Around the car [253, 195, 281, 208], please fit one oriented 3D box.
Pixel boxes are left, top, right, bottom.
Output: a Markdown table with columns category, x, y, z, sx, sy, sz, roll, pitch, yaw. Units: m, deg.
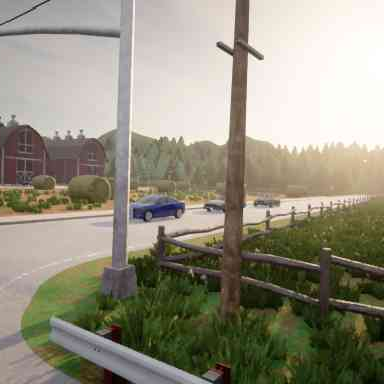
| category | x | y | z | sx | sy | sz | roll | pitch | yaw |
| --- | --- | --- | --- | --- | --- | --- | --- | --- | --- |
| car | 8.585 | 0.997 | 37.813 | 1.994 | 1.385 | 4.181 | 3 | 2 | 33 |

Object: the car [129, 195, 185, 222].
| category | x | y | z | sx | sy | sz | roll | pitch | yaw |
| --- | --- | --- | --- | --- | --- | --- | --- | --- | --- |
| car | -2.377 | 0.943 | 21.201 | 1.882 | 1.535 | 5.008 | 3 | 2 | 33 |

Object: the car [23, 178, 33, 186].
| category | x | y | z | sx | sy | sz | roll | pitch | yaw |
| --- | --- | --- | --- | --- | --- | --- | --- | --- | --- |
| car | -38.901 | -2.329 | 79.377 | 1.905 | 1.878 | 3.866 | 8 | 2 | -13 |

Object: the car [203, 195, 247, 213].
| category | x | y | z | sx | sy | sz | roll | pitch | yaw |
| --- | --- | --- | --- | --- | --- | --- | --- | --- | --- |
| car | 3.065 | 0.997 | 29.461 | 2.033 | 1.411 | 5.357 | 3 | 2 | 33 |
